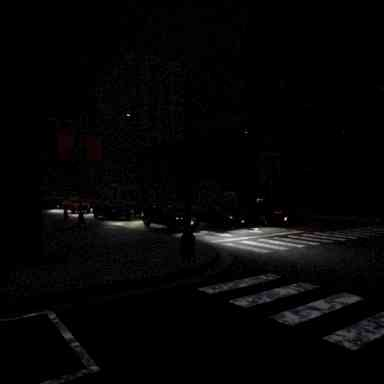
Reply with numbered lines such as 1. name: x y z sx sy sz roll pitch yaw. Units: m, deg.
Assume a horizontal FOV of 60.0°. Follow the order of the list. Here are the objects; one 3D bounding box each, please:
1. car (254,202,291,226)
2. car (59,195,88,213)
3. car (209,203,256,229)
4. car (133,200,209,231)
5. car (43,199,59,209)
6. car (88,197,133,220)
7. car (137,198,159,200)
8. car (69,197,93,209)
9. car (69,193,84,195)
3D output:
1. car: 4.696 1.475 23.661 1.837 1.490 4.892 0 0 -36
2. car: -12.623 1.426 36.249 1.882 1.535 5.008 0 0 -35
3. car: 1.663 1.500 21.995 1.812 1.442 4.674 0 0 -37
4. car: -1.434 1.469 20.704 2.128 1.511 4.902 0 0 -36
5. car: -18.382 1.535 44.322 1.895 1.301 4.718 0 0 -35
6. car: -6.851 1.441 28.227 1.882 1.535 5.008 0 0 -36
7. car: -3.578 1.313 29.242 2.097 1.767 4.553 0 0 -36
8. car: -15.260 1.456 45.541 1.812 1.442 4.674 0 0 -35
9. car: -20.573 1.126 58.734 2.150 2.045 5.566 0 0 -36
